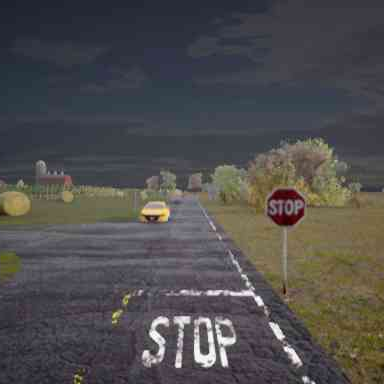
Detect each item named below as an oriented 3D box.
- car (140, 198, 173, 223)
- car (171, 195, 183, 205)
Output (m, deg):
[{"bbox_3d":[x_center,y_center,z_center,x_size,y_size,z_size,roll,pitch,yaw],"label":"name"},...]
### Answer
[{"bbox_3d":[-2.740,1.502,25.349,1.882,1.535,5.008,0,1,0],"label":"car"},{"bbox_3d":[-2.734,1.291,60.111,2.097,1.767,4.553,0,0,0],"label":"car"}]
